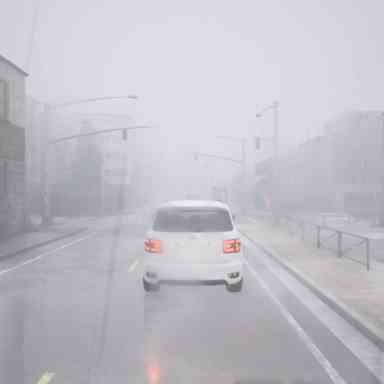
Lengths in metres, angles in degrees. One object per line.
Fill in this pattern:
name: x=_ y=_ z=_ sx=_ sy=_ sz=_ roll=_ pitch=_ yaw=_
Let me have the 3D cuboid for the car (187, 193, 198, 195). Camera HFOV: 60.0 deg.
car: x=0.032 y=1.221 z=50.730 sx=2.150 sy=2.045 sz=5.566 roll=0 pitch=0 yaw=-1

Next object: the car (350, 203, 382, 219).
car: x=16.658 y=1.740 z=30.232 sx=4.181 sy=1.385 sz=1.994 roll=0 pitch=0 yaw=0

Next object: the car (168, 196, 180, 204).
car: x=-3.643 y=1.547 z=67.582 sx=2.033 sy=1.411 sz=5.357 roll=0 pitch=0 yaw=0

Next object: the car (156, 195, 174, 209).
car: x=-3.687 y=1.352 z=46.563 sx=2.097 sy=1.767 sz=4.553 roll=0 pitch=0 yaw=0

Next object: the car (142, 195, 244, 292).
car: x=0.036 y=1.221 z=9.050 sx=2.150 sy=2.045 sz=5.566 roll=0 pitch=0 yaw=1

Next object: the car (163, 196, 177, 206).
car: x=-3.692 y=1.491 z=56.944 sx=2.128 sy=1.511 sz=4.902 roll=0 pitch=0 yaw=0
